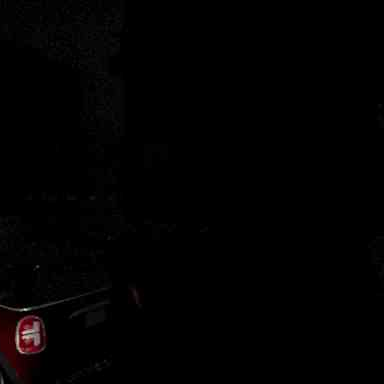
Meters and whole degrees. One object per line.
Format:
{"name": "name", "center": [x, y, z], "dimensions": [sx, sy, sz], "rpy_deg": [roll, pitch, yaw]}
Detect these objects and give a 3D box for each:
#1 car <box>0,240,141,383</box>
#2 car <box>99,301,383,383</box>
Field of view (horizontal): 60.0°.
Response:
{"name": "car", "center": [-2.662, 1.429, 4.847], "dimensions": [4.097, 1.590, 1.967], "rpy_deg": [0, 0, 35]}
{"name": "car", "center": [1.774, 1.546, 1.704], "dimensions": [4.507, 1.381, 1.887], "rpy_deg": [0, 0, 35]}
